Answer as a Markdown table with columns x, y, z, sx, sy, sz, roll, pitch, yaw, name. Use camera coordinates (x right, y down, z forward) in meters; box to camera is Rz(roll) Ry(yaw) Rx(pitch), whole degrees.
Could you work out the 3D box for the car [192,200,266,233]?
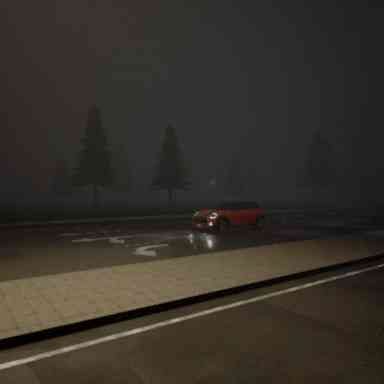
| x | y | z | sx | sy | sz | roll | pitch | yaw | name |
| --- | --- | --- | --- | --- | --- | --- | --- | --- | --- |
| 2.233 | 1.298 | 19.682 | 4.553 | 1.767 | 2.097 | 1 | 0 | -35 | car |
